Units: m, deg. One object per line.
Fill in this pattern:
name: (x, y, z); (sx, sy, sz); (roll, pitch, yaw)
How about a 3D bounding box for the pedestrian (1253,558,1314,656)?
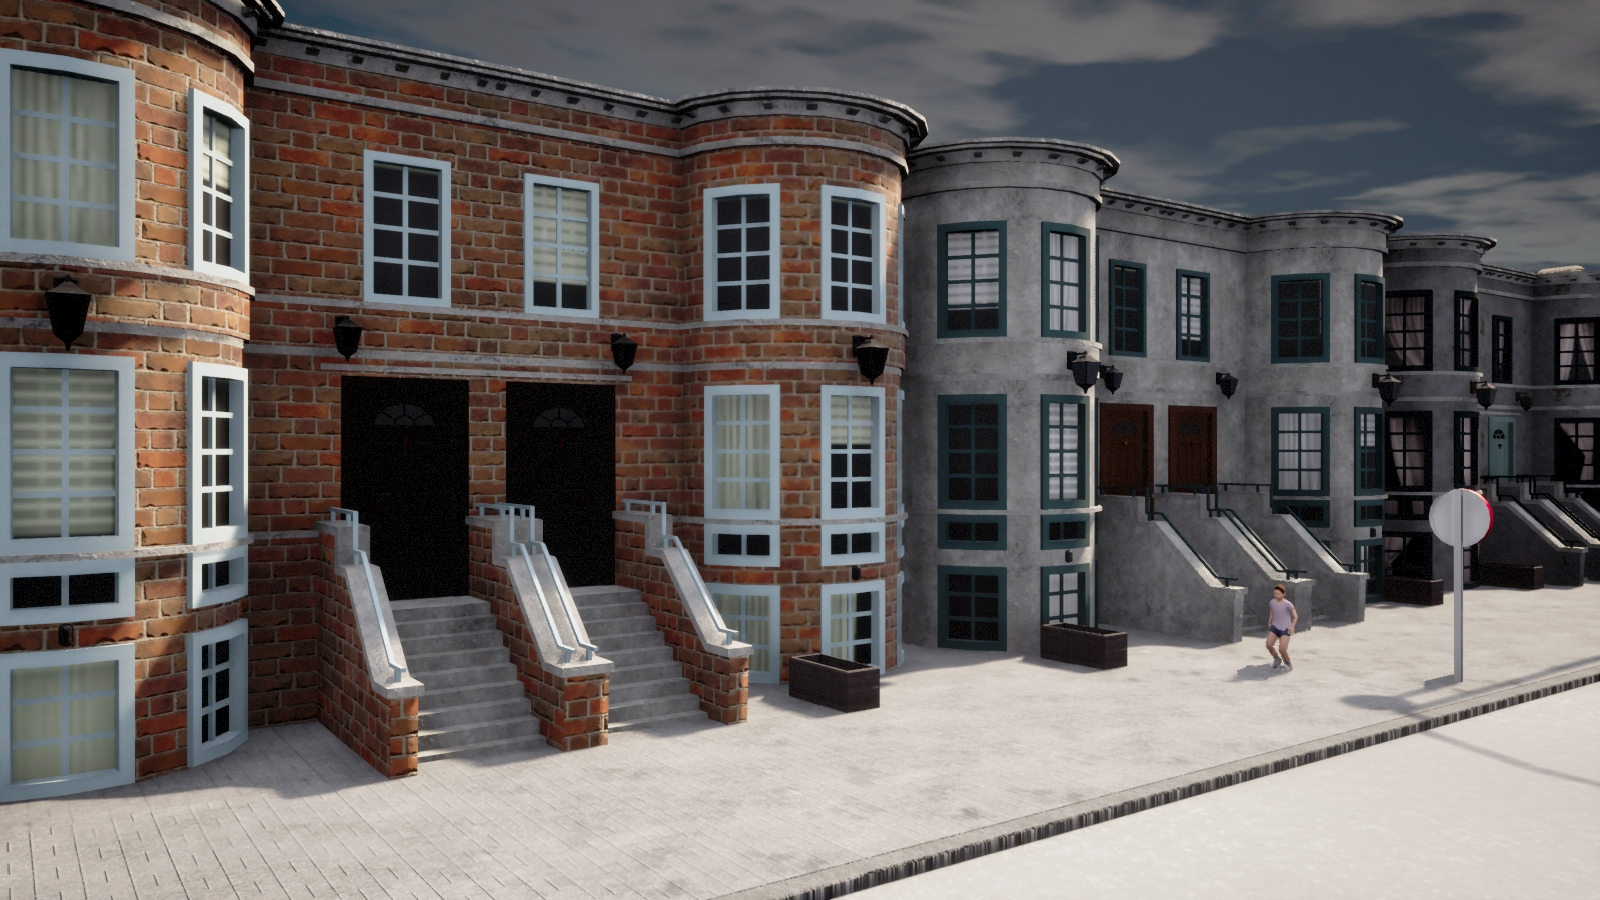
pedestrian: (5.920, 1.904, 13.991); (0.500, 1.100, 0.500); (0, 0, -37)
